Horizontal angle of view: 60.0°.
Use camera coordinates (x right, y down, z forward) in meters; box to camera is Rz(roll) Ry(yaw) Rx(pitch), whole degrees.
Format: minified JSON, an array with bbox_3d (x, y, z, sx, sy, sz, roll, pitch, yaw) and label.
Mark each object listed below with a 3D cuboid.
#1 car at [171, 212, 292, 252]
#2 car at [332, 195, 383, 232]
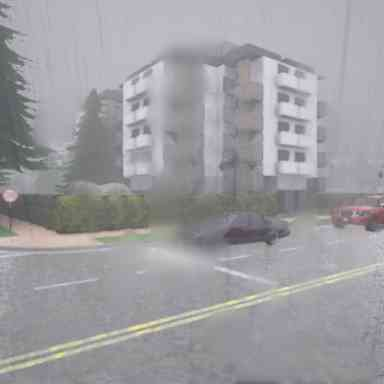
[{"bbox_3d":[1.832,1.544,13.975,5.357,1.411,2.033,0,0,-33],"label":"car"},{"bbox_3d":[10.918,1.217,20.357,5.566,2.045,2.150,0,0,-35],"label":"car"}]
